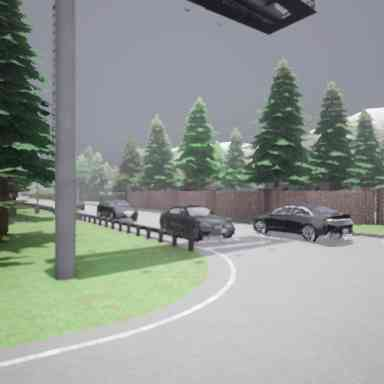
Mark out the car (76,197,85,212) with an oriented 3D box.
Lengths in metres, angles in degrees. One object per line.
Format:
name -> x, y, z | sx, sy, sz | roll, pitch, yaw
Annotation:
car -> -13.012, 1.297, 36.075 | 1.882, 1.535, 5.008 | 0, 0, -33

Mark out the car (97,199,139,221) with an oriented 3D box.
car -> -5.551, 1.313, 24.463 | 2.128, 1.511, 4.902 | 0, 0, -33

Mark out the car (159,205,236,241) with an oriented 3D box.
car -> 0.072, 1.349, 15.731 | 1.812, 1.442, 4.674 | 0, 0, -33

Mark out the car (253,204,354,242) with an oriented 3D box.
car -> 4.835, 1.310, 15.222 | 2.128, 1.511, 4.902 | 0, 0, -30
